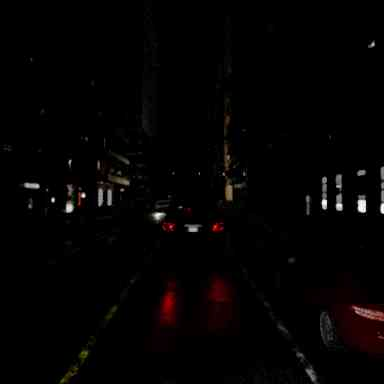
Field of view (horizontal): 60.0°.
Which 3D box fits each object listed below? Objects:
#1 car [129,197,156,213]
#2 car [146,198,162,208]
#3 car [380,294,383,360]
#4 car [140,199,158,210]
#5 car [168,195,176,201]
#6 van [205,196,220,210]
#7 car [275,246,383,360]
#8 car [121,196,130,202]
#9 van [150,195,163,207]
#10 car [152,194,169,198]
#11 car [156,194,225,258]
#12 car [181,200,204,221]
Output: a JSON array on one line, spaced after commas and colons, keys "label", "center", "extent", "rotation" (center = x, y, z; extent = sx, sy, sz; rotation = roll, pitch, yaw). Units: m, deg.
[{"label": "car", "center": [-5.669, 1.635, 39.023], "extent": [2.008, 1.369, 4.403], "rotation": [1, 0, 0]}, {"label": "car", "center": [-5.676, 1.674, 50.104], "extent": [1.947, 1.339, 4.313], "rotation": [1, 0, 0]}, {"label": "car", "center": [2.708, 1.316, 0.300], "extent": [2.192, 1.841, 5.009], "rotation": [1, 0, 0]}, {"label": "car", "center": [-5.673, 1.678, 44.564], "extent": [1.802, 1.307, 4.206], "rotation": [1, 0, 0]}, {"label": "car", "center": [-5.734, 1.640, 93.711], "extent": [1.967, 1.590, 4.097], "rotation": [1, 0, 0]}, {"label": "van", "center": [2.679, 1.438, 44.623], "extent": [1.690, 1.788, 3.998], "rotation": [1, 0, 0]}, {"label": "car", "center": [2.700, 1.596, 5.840], "extent": [1.802, 1.307, 4.206], "rotation": [1, 0, 0]}, {"label": "car", "center": [-16.542, 1.664, 78.284], "extent": [4.097, 1.590, 1.967], "rotation": [0, -1, 0]}, {"label": "van", "center": [-5.845, 1.461, 55.645], "extent": [1.690, 1.788, 3.998], "rotation": [1, 0, 0]}, {"label": "car", "center": [-3.125, 1.309, 40.138], "extent": [2.150, 2.045, 5.566], "rotation": [0, 0, 0]}, {"label": "car", "center": [0.055, 1.253, 13.024], "extent": [2.150, 2.045, 5.566], "rotation": [0, 0, 0]}, {"label": "car", "center": [0.051, 1.571, 29.335], "extent": [1.837, 1.490, 4.892], "rotation": [0, 0, 0]}]
